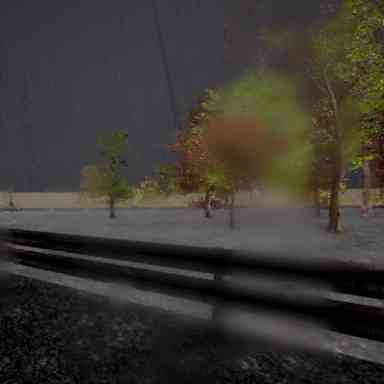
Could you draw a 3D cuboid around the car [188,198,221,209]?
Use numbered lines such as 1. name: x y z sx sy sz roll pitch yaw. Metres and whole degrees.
1. car: 1.592 1.397 42.642 4.181 1.385 1.994 -1 0 10
